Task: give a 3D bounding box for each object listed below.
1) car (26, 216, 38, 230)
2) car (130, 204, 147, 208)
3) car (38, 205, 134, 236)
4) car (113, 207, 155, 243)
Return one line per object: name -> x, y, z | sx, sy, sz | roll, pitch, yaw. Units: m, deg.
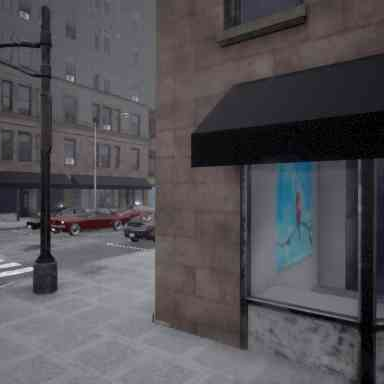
car -> -7.795, 1.564, 20.335 | 1.947, 1.339, 4.313 | 0, 0, 35
car -> -4.503, 1.584, 24.966 | 1.802, 1.307, 4.206 | 0, 0, 35
car -> -5.797, 1.606, 18.767 | 1.895, 1.301, 4.718 | 0, 0, 35
car -> -1.253, 1.573, 15.686 | 2.008, 1.369, 4.403 | 0, 0, 35
